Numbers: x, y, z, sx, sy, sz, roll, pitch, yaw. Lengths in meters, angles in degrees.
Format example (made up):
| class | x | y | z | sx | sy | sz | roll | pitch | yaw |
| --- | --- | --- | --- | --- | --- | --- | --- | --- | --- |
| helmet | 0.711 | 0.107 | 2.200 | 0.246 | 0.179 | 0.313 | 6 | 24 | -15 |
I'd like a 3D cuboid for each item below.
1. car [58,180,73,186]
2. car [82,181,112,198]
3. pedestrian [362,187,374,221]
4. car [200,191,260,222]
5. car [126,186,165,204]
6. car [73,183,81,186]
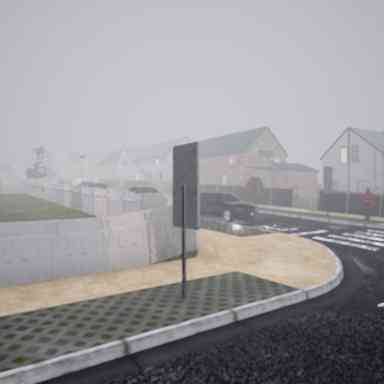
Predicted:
| class | x | y | z | sx | sy | sz | roll | pitch | yaw |
| --- | --- | --- | --- | --- | --- | --- | --- | --- | --- |
| car | -22.004 | -1.368 | 57.761 | 2.033 | 1.411 | 5.357 | 0 | 3 | -35 |
| car | -9.749 | -0.195 | 35.192 | 1.837 | 1.490 | 4.892 | 0 | 3 | -35 |
| pedestrian | 9.484 | 0.626 | 17.972 | 0.375 | 1.860 | 0.375 | 3 | -2 | -35 |
| car | 1.649 | 0.720 | 18.938 | 1.882 | 1.535 | 5.008 | 0 | 3 | -35 |
| car | -3.741 | 0.301 | 26.613 | 1.837 | 1.490 | 4.892 | 0 | 3 | -35 |
| car | -15.064 | -0.841 | 47.883 | 1.837 | 1.490 | 4.892 | 0 | 2 | -35 |
